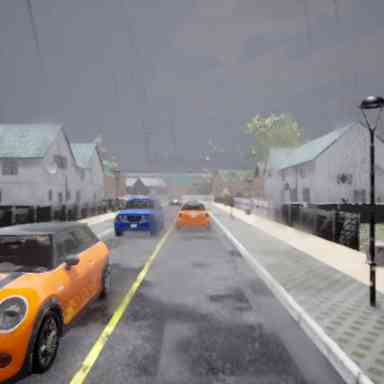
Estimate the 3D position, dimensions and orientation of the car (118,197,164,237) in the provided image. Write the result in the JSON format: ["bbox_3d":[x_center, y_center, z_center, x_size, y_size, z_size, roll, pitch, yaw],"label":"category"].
[{"bbox_3d":[-2.815,1.308,18.935,2.150,2.045,5.566,0,0,0],"label":"car"}]

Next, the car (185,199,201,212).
[{"bbox_3d":[0.102,1.730,43.343,2.033,1.411,5.357,0,0,0],"label":"car"}]

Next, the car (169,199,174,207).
[{"bbox_3d":[-2.784,1.825,54.514,1.895,1.301,4.718,0,0,1],"label":"car"}]

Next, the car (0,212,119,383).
[{"bbox_3d":[-2.845,1.380,5.623,2.097,1.767,4.553,0,0,0],"label":"car"}]

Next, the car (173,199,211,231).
[{"bbox_3d":[0.103,1.448,21.707,2.097,1.767,4.553,0,0,0],"label":"car"}]
